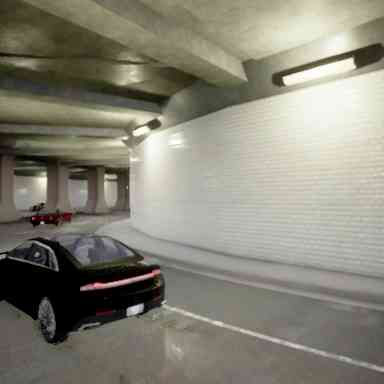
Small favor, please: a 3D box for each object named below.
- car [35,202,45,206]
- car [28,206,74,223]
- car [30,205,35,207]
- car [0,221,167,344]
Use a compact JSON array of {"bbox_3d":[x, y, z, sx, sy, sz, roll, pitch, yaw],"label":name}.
[{"bbox_3d":[-18.649,1.998,45.506,2.097,1.767,4.553,-1,-1,16],"label":"car"},{"bbox_3d":[-10.934,1.976,26.313,1.895,1.301,4.718,0,-1,-3],"label":"car"},{"bbox_3d":[-21.493,2.206,48.306,1.837,1.490,4.892,-1,-1,17],"label":"car"},{"bbox_3d":[-2.580,1.585,6.685,4.902,1.511,2.128,-1,-1,44],"label":"car"}]
